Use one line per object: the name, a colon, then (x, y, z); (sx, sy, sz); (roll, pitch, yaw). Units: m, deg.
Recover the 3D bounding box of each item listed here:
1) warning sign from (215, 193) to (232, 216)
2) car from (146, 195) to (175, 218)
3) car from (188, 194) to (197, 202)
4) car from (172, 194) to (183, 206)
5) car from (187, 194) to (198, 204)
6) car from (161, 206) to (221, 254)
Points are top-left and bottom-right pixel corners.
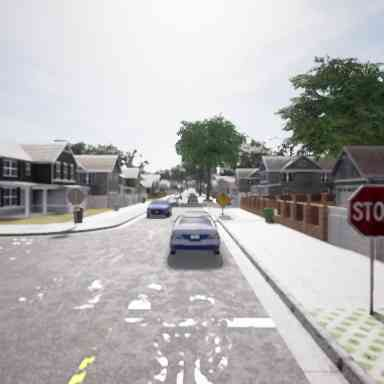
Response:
warning sign: (2.564, 0.988, 27.352); (1.300, 1.860, 1.060); (0, 0, 0)
car: (-2.800, 1.341, 29.126); (1.882, 1.535, 5.008); (0, 0, 0)
car: (0.110, 1.101, 67.141); (1.882, 1.535, 5.008); (0, 0, 0)
car: (-2.766, 1.311, 45.600); (2.033, 1.411, 5.357); (0, 0, 0)
car: (0.146, 1.236, 57.181); (2.033, 1.411, 5.357); (0, 0, 1)
car: (0.112, 1.490, 13.227); (2.033, 1.411, 5.357); (0, 0, 0)
